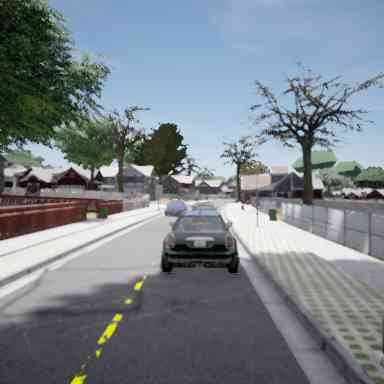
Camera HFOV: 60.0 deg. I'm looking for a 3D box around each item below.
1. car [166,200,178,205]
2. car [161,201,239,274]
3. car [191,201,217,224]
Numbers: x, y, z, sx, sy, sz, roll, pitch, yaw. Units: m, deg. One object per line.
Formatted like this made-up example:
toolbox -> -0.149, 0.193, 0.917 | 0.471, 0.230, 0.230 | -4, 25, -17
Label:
car -> -1.474, 1.565, 32.365 | 1.812, 1.442, 4.674 | 0, 0, 5
car -> 0.282, 1.359, 10.826 | 2.097, 1.767, 4.553 | 0, 0, 2
car -> 1.003, 1.531, 26.099 | 1.837, 1.490, 4.892 | 0, 0, 4
